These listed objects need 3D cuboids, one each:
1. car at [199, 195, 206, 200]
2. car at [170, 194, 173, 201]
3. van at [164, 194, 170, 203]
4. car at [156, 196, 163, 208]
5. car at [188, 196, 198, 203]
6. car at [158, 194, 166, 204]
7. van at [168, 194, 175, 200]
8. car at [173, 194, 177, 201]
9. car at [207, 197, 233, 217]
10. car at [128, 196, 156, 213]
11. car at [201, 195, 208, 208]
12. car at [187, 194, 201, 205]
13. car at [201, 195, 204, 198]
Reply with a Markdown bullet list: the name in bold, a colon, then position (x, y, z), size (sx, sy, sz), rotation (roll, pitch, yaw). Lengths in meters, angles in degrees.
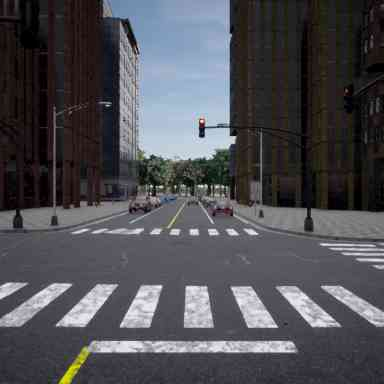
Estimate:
- **car**: position (2.833, 1.562, 91.696), size (1.752, 1.417, 4.829), rotation (0, 0, 0)
- **car**: position (-5.709, 1.572, 69.783), size (2.008, 1.369, 4.403), rotation (0, 0, 0)
- **van**: position (-5.713, 1.359, 64.345), size (1.690, 1.788, 3.998), rotation (0, 0, 0)
- **car**: position (-5.726, 1.592, 48.032), size (1.802, 1.307, 4.206), rotation (0, 0, 0)
- **car**: position (0.155, 1.584, 69.774), size (1.994, 1.385, 4.181), rotation (0, 0, 0)
- **car**: position (-5.722, 1.538, 53.300), size (1.752, 1.417, 4.829), rotation (0, 0, 0)
- **van**: position (-5.693, 1.377, 91.533), size (1.690, 1.788, 3.998), rotation (0, 0, 0)
- **car**: position (-5.696, 1.598, 86.095), size (1.947, 1.339, 4.313), rotation (0, 0, 0)
- **car**: position (2.787, 1.445, 31.713), size (1.967, 1.590, 4.097), rotation (0, 0, 0)
- **car**: position (-5.734, 1.321, 37.157), size (2.192, 1.841, 5.009), rotation (0, 0, 0)
- **car**: position (2.799, 1.561, 48.025), size (2.008, 1.369, 4.403), rotation (0, 0, 0)
- **car**: position (0.140, 1.562, 58.227), size (2.033, 1.411, 5.357), rotation (0, 0, 0)
- **car**: position (2.804, 1.557, 53.463), size (1.887, 1.381, 4.507), rotation (0, 0, 0)
